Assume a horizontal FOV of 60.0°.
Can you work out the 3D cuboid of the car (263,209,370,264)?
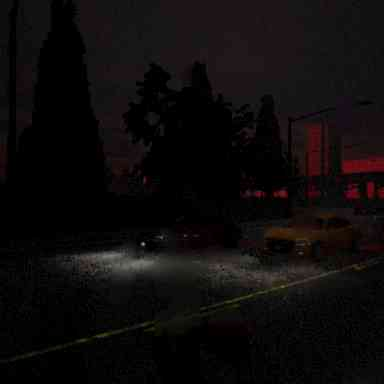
[{"bbox_3d":[4.655,1.577,12.531,5.008,1.535,1.882,1,-1,-43],"label":"car"}]

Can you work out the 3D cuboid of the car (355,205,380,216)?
[{"bbox_3d":[24.542,2.592,47.203,1.882,1.535,5.008,0,-1,15],"label":"car"}]

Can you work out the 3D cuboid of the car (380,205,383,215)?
[{"bbox_3d":[28.472,2.660,48.556,1.882,1.535,5.008,0,-1,12],"label":"car"}]

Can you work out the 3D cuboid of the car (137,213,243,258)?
[{"bbox_3d":[0.063,1.576,13.177,4.674,1.442,1.812,1,-1,-41],"label":"car"}]
